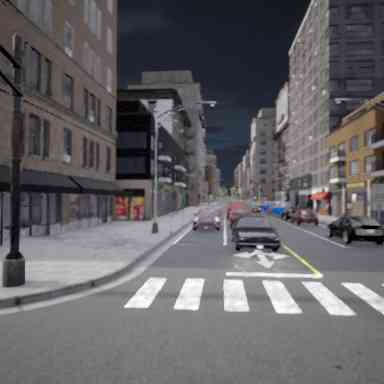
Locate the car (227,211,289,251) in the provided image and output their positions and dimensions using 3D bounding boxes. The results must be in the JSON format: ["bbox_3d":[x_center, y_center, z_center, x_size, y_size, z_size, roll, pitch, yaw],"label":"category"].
[{"bbox_3d":[2.879,1.839,15.831,2.033,1.411,5.357,0,-1,4],"label":"car"}]

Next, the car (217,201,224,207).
[{"bbox_3d":[7.619,3.220,89.739,1.887,1.381,4.507,0,-1,6],"label":"car"}]

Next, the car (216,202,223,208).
[{"bbox_3d":[6.540,3.047,78.771,1.802,1.307,4.206,0,-1,6],"label":"car"}]

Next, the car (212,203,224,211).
[{"bbox_3d":[4.921,2.698,62.320,2.008,1.369,4.403,0,-1,6],"label":"car"}]

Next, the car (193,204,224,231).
[{"bbox_3d":[1.145,1.865,23.939,1.967,1.590,4.097,0,-1,6],"label":"car"}]

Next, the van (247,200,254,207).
[{"bbox_3d":[15.607,3.044,88.955,1.690,1.788,3.998,0,-1,6],"label":"van"}]

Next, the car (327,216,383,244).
[{"bbox_3d":[8.591,1.919,17.667,1.947,1.339,4.313,0,-1,6],"label":"car"}]

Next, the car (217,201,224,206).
[{"bbox_3d":[8.159,3.346,95.221,1.947,1.339,4.313,0,-1,6],"label":"car"}]

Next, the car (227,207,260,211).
[{"bbox_3d":[3.878,2.073,25.819,1.895,1.301,4.718,0,-1,6],"label":"car"}]

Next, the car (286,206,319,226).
[{"bbox_3d":[9.670,2.134,28.635,1.802,1.307,4.206,0,-1,6],"label":"car"}]

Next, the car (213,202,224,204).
[{"bbox_3d":[2.763,2.279,40.387,2.008,1.369,4.403,0,-1,6],"label":"car"}]

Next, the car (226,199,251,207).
[{"bbox_3d":[4.940,1.887,36.323,2.150,2.045,5.566,0,-1,6],"label":"car"}]

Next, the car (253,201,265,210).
[{"bbox_3d":[13.447,2.721,67.020,1.967,1.590,4.097,0,-1,6],"label":"car"}]

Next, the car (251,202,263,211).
[{"bbox_3d":[9.127,2.521,48.993,1.895,1.301,4.718,0,-1,6],"label":"car"}]

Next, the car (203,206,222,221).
[{"bbox_3d":[2.223,2.208,34.903,1.802,1.307,4.206,0,-1,6],"label":"car"}]

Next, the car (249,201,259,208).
[{"bbox_3d":[14.527,2.932,77.987,1.967,1.590,4.097,0,-1,6],"label":"car"}]

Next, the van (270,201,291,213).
[{"bbox_3d":[10.750,2.096,39.605,1.690,1.788,3.998,0,-1,6],"label":"van"}]

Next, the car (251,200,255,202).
[{"bbox_3d":[10.114,2.605,59.046,2.128,1.511,4.902,0,-1,6],"label":"car"}]

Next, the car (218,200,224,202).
[{"bbox_3d":[3.842,2.376,51.356,1.967,1.590,4.097,0,-1,6],"label":"car"}]

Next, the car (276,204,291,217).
[{"bbox_3d":[10.210,2.219,34.118,1.947,1.339,4.313,0,-1,6],"label":"car"}]

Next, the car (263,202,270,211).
[{"bbox_3d":[11.289,2.409,45.085,2.008,1.369,4.403,0,-1,6],"label":"car"}]
